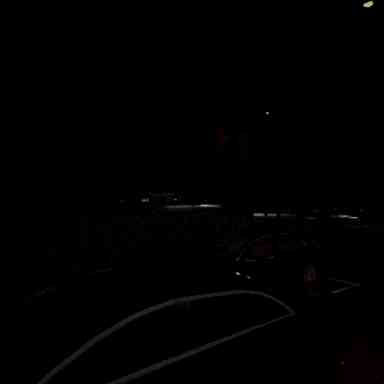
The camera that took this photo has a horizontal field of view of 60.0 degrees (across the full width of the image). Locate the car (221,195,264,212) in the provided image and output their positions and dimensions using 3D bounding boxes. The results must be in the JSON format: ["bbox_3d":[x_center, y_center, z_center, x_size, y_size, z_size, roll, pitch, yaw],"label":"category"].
[{"bbox_3d":[4.496,1.023,29.668,1.812,1.442,4.674,0,1,-35],"label":"car"}]

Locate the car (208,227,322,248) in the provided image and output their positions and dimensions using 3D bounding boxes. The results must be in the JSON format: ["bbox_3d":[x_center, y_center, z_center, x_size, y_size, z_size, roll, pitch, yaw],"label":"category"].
[{"bbox_3d":[1.191,1.518,7.483,4.403,1.369,2.008,0,0,-35],"label":"car"}]

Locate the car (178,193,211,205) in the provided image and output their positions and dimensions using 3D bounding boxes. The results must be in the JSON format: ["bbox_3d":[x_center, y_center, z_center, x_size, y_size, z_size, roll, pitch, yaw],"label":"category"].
[{"bbox_3d":[0.526,0.847,40.934,1.994,1.385,4.181,0,1,-35],"label":"car"}]

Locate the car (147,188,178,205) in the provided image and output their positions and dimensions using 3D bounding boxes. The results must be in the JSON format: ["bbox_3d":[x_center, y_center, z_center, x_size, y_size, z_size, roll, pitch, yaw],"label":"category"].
[{"bbox_3d":[-3.495,0.480,41.005,2.150,2.045,5.566,0,1,-35],"label":"car"}]

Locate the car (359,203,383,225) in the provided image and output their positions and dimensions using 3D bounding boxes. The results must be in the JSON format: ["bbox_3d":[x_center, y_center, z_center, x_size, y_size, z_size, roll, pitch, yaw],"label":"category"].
[{"bbox_3d":[11.932,1.317,19.121,1.994,1.385,4.181,0,2,-35],"label":"car"}]

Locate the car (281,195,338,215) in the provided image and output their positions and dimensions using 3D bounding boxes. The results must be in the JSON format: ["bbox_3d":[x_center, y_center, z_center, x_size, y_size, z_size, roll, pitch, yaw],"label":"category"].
[{"bbox_3d":[9.743,1.055,27.861,2.128,1.511,4.902,0,1,-35],"label":"car"}]

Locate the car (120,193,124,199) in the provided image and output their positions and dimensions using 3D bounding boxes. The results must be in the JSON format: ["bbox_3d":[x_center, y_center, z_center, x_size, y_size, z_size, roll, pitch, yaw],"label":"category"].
[{"bbox_3d":[-12.833,0.387,54.398,1.895,1.301,4.718,0,1,-35],"label":"car"}]

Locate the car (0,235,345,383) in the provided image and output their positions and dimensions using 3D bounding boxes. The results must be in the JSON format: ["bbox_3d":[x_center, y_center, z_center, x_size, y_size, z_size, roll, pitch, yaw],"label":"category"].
[{"bbox_3d":[-0.658,1.485,2.880,4.902,1.511,2.128,0,0,-35],"label":"car"}]

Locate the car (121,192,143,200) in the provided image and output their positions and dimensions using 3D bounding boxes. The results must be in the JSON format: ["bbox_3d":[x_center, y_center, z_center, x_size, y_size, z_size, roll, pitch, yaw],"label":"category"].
[{"bbox_3d":[-10.177,0.629,56.273,1.895,1.301,4.718,0,1,-35],"label":"car"}]
